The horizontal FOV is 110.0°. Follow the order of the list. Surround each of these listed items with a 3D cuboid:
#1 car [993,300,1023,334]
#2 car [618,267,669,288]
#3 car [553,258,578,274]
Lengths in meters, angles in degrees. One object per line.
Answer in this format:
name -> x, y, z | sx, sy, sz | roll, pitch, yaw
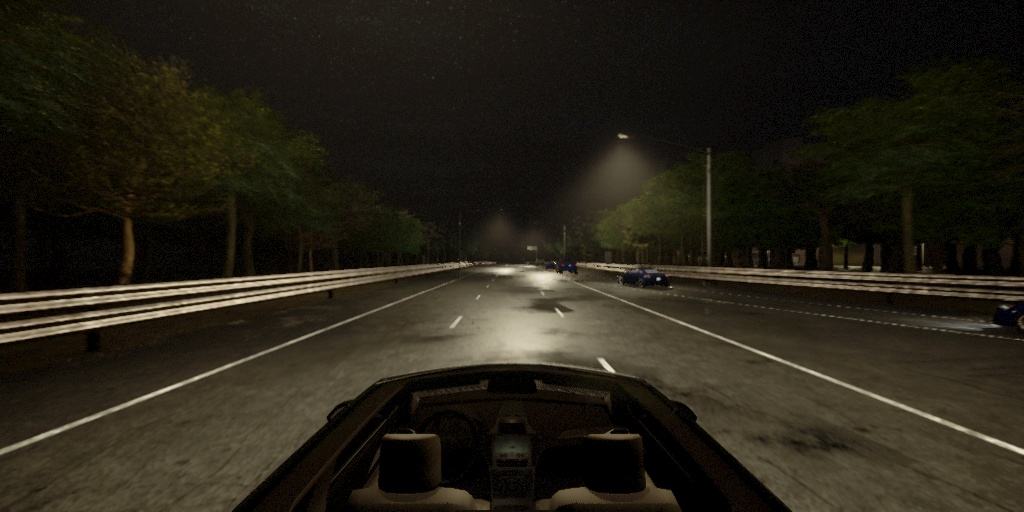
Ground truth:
car -> 14.680, 1.372, 8.313 | 1.994, 1.385, 4.181 | 0, -1, -22
car -> 9.350, 1.506, 25.778 | 1.994, 1.385, 4.181 | 0, 0, -11
car -> 7.053, 1.285, 46.624 | 2.150, 2.045, 5.566 | 0, 0, -1
